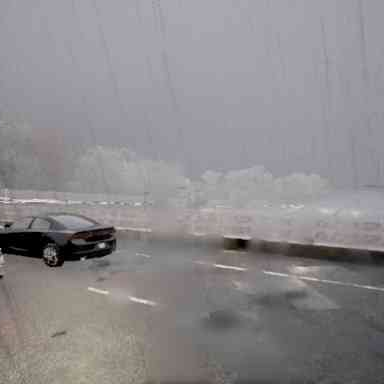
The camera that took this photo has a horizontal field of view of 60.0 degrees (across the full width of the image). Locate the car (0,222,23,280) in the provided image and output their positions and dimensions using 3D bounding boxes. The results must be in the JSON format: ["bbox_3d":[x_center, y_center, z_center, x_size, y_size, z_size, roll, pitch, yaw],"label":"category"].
[{"bbox_3d":[-6.285,1.479,7.791,4.674,1.442,1.812,0,1,31],"label":"car"}]

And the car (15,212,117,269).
[{"bbox_3d":[-4.761,1.395,10.937,5.008,1.535,1.882,0,1,30],"label":"car"}]
